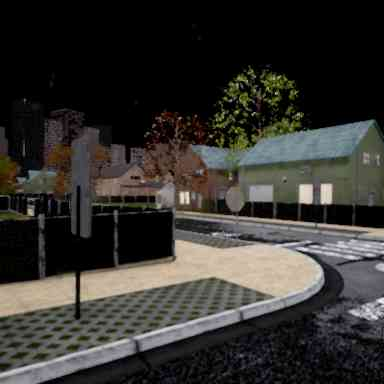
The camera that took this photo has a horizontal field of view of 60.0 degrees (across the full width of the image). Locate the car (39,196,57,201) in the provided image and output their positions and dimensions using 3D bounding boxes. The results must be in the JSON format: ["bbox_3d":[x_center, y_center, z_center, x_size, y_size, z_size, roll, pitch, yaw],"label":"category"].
[{"bbox_3d":[-20.079,1.276,46.052,1.837,1.490,4.892,1,0,-37],"label":"car"}]
